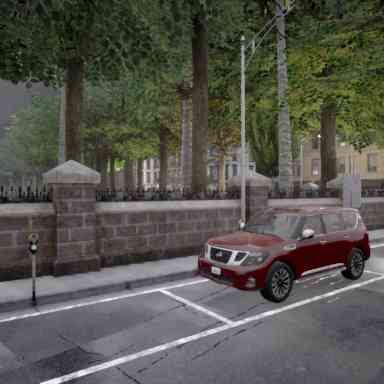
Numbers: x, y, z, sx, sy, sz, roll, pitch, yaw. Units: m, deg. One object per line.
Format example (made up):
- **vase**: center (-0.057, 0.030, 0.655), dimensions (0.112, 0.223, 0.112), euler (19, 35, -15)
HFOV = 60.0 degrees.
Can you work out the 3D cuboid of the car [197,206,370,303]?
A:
- **car**: center (2.532, 1.314, 8.398), dimensions (5.009, 1.841, 2.192), euler (0, 0, -36)
